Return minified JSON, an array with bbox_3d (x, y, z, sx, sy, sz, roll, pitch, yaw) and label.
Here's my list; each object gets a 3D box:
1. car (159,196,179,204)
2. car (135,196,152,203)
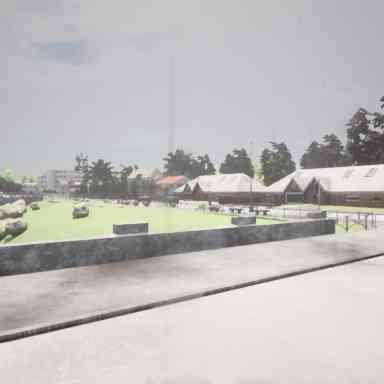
[{"bbox_3d":[-4.211,1.491,60.696,2.128,1.511,4.902,0,0,-35],"label":"car"},{"bbox_3d":[-10.097,1.502,68.969,1.837,1.490,4.892,0,0,-35],"label":"car"}]
